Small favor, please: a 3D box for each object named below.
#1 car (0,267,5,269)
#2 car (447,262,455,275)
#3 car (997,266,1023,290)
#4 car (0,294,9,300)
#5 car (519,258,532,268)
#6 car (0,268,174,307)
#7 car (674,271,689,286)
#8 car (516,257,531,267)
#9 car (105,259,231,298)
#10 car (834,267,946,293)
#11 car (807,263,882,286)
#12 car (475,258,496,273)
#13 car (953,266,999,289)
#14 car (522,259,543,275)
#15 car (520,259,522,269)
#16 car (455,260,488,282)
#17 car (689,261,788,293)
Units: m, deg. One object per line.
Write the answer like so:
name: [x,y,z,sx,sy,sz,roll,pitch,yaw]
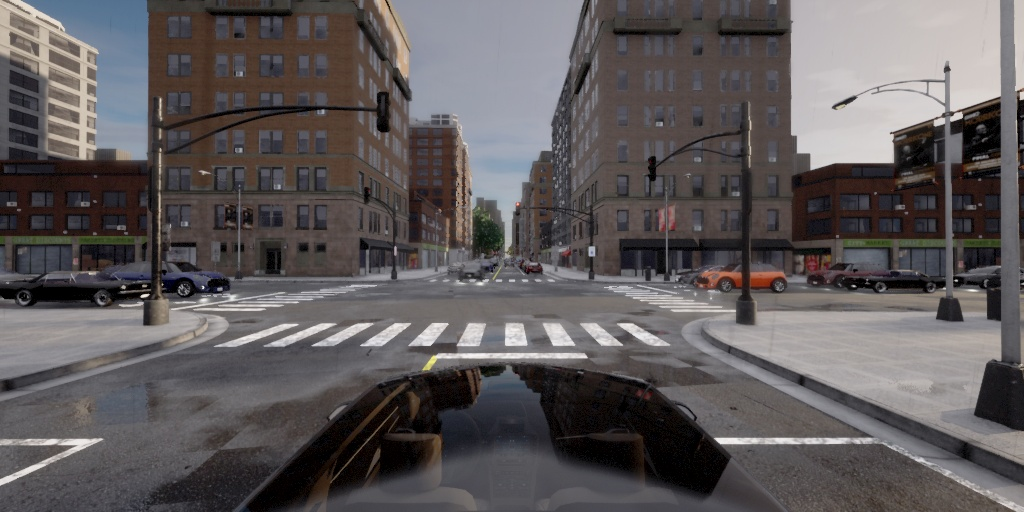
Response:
car: [-25.930,1.182,17.308,5.357,1.411,2.033,0,0,-1]
car: [-6.088,1.329,39.766,2.007,1.370,4.403,0,0,-1]
car: [32.304,1.477,21.247,4.181,1.385,1.994,0,0,-1]
car: [-5.855,1.190,1.406,1.967,1.591,4.097,0,0,0]
car: [2.303,1.325,51.048,1.751,1.417,4.829,0,0,-1]
car: [-16.674,1.246,14.131,4.718,1.301,1.895,0,0,0]
car: [13.677,1.347,24.363,4.902,1.511,2.128,0,0,0]
car: [2.239,1.128,56.385,2.192,1.841,5.009,0,0,-1]
car: [-16.456,1.024,17.416,4.553,1.767,2.097,0,0,-1]
car: [22.365,1.469,21.170,4.718,1.301,1.895,0,0,-1]
car: [22.871,1.249,24.424,4.553,1.767,2.097,0,0,-1]
car: [-3.383,1.139,44.241,2.097,1.767,4.553,0,0,-1]
car: [32.755,1.446,24.500,4.892,1.490,1.837,0,0,0]
car: [2.438,1.324,39.865,1.888,1.381,4.507,0,0,-1]
car: [2.372,1.354,45.372,1.948,1.339,4.313,0,0,-1]
car: [-3.207,1.272,29.301,1.837,1.490,4.892,0,0,-1]
car: [13.379,1.181,21.095,4.553,1.767,2.097,0,0,-1]
